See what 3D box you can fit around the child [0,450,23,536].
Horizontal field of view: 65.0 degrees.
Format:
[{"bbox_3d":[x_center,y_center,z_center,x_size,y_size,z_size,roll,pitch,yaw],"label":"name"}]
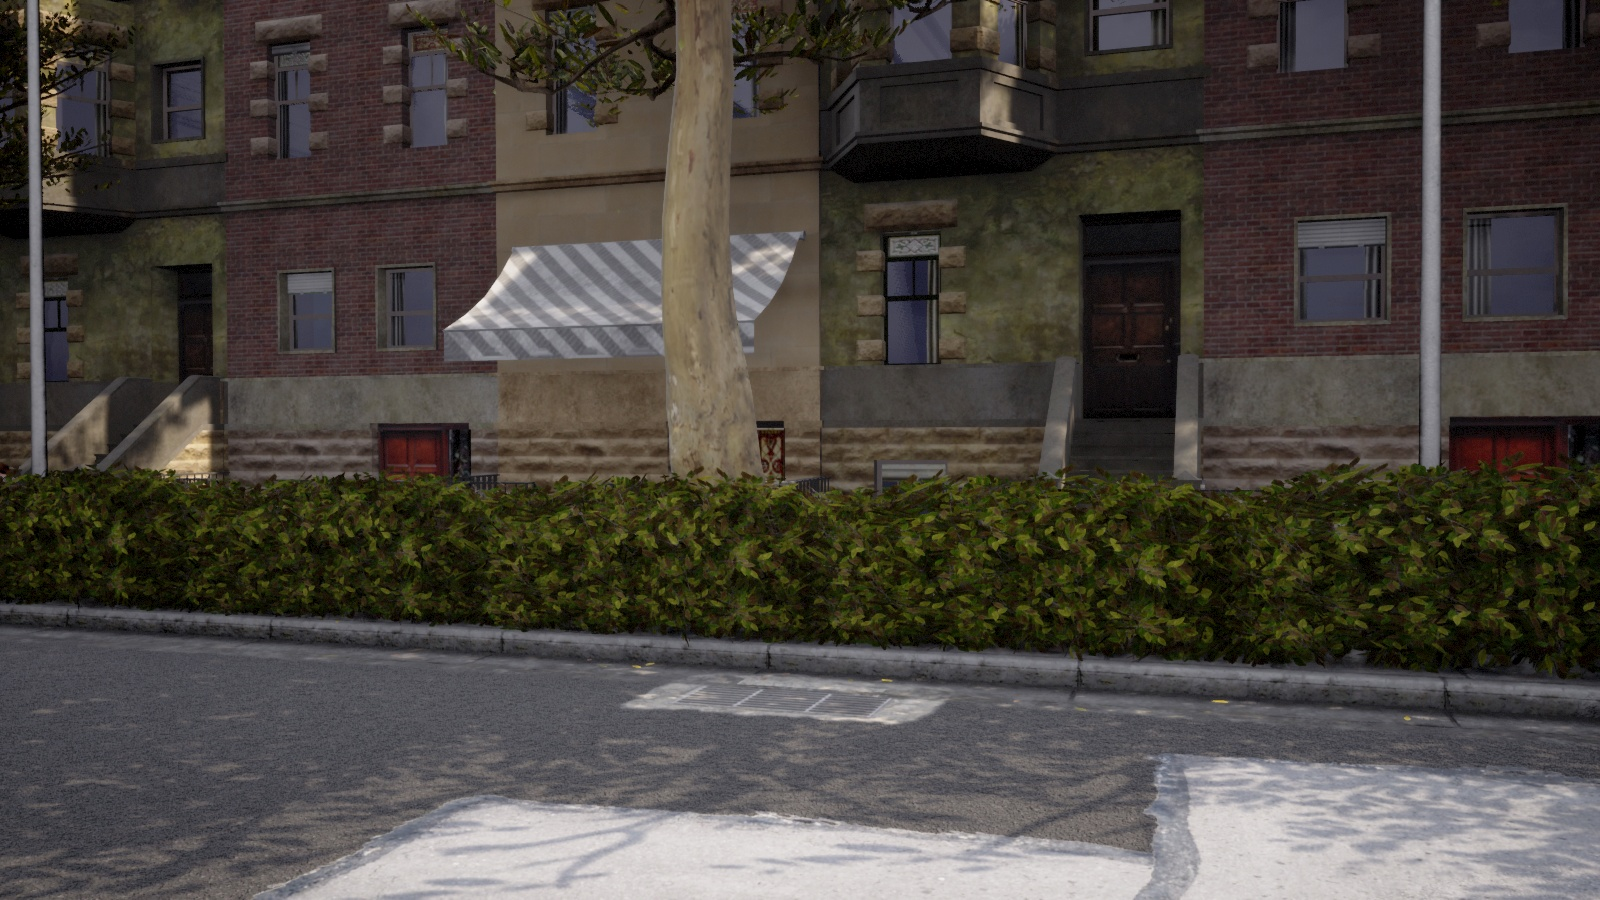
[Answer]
[{"bbox_3d":[-10.446,0.561,16.454,0.394,1.110,0.255,1,1,21],"label":"child"}]
